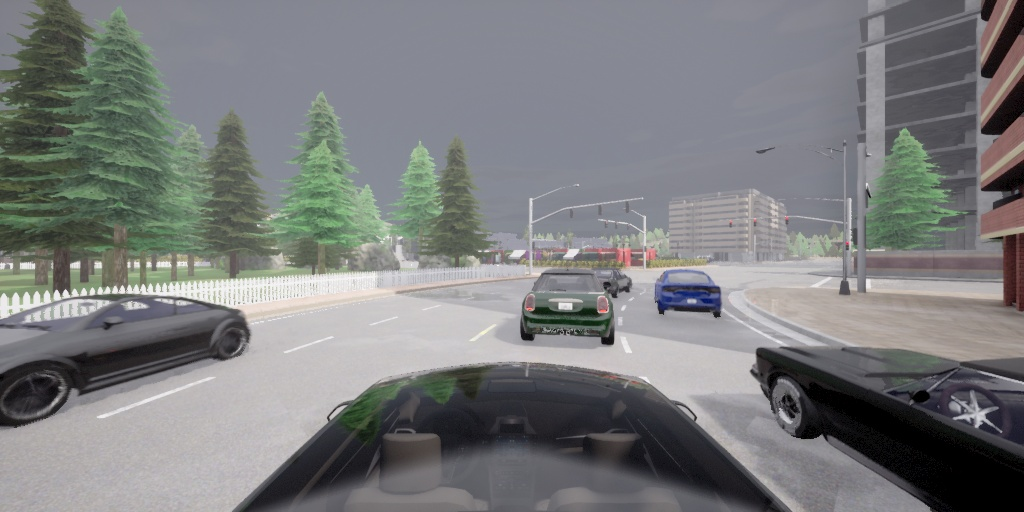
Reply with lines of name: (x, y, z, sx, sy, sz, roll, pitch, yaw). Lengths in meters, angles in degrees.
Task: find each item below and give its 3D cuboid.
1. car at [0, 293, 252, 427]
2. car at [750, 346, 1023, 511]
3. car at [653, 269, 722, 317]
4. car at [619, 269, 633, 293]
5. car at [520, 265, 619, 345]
car: (-6.480, 1.312, 5.624, 1.994, 1.385, 4.181, 0, 0, 8)
car: (3.887, 1.352, 2.407, 1.895, 1.301, 4.718, 0, 0, 2)
car: (6.401, 1.232, 13.378, 1.882, 1.535, 5.008, 0, 0, 20)
car: (4.862, 1.302, 18.570, 2.033, 1.411, 5.357, 0, 0, 29)
car: (1.615, 1.104, 9.817, 2.097, 1.767, 4.553, 0, 0, 13)
